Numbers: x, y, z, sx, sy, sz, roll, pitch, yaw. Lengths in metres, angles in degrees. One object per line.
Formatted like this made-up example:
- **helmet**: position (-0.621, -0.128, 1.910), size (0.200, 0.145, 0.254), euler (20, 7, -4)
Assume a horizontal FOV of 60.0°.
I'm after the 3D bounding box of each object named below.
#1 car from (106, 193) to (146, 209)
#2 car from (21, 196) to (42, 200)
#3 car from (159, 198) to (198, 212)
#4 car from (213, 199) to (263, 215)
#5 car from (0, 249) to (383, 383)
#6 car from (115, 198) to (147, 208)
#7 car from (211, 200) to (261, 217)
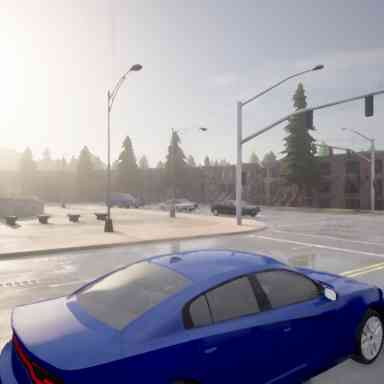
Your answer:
- **car**: position (-9.458, 1.221, 45.623), size (5.566, 2.045, 2.150), euler (0, 0, 36)
- **car**: position (-29.903, 1.505, 60.676), size (4.892, 1.490, 1.837), euler (0, 0, 5)
- **car**: position (-1.811, 1.601, 38.072), size (1.895, 1.301, 4.718), euler (0, 0, -39)
- **car**: position (4.752, 1.547, 35.243), size (2.033, 1.411, 5.357), euler (0, 0, -36)
- **car**: position (0.495, 1.478, 4.151), size (5.008, 1.535, 1.882), euler (0, 0, -35)
- **car**: position (-9.090, 1.601, 49.620), size (4.718, 1.301, 1.895), euler (0, 0, 34)
- **car**: position (3.792, 1.477, 30.596), size (1.882, 1.535, 5.008), euler (0, 0, -36)
